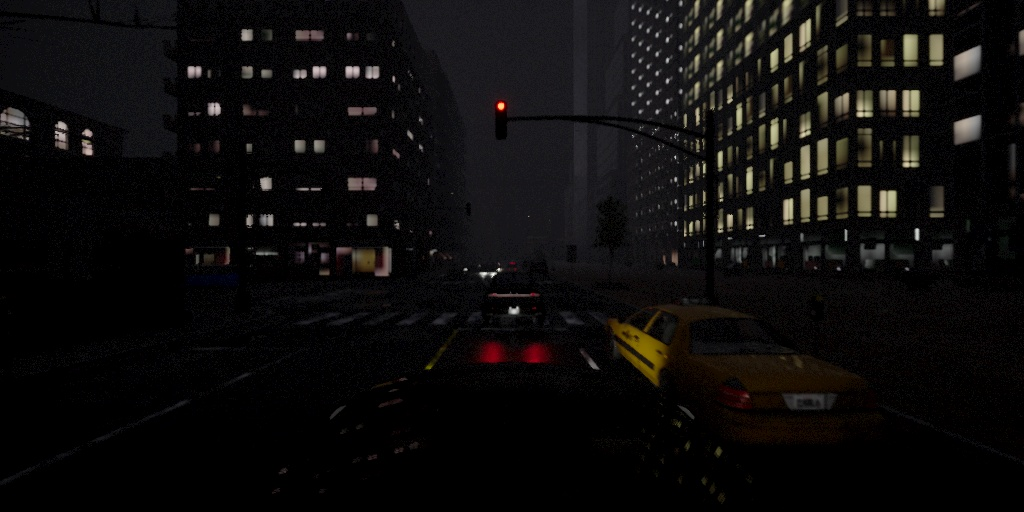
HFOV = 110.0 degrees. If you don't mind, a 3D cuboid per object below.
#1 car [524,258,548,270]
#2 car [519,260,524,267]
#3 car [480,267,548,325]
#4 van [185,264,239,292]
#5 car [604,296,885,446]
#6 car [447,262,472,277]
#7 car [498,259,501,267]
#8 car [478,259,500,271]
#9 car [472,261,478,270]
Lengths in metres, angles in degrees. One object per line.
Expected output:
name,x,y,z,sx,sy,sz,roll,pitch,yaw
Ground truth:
car,2.686,1.213,37.788,2.192,1.841,5.009,0,0,0
car,2.684,1.323,59.892,2.192,1.841,5.009,0,0,0
car,0.064,1.297,12.049,2.128,1.511,4.902,0,0,0
van,-20.769,1.479,24.545,3.998,1.789,1.690,0,0,-1
car,2.688,1.289,5.546,1.751,1.417,4.829,0,0,0
car,-5.694,1.449,37.787,2.007,1.370,4.403,0,0,0
car,-3.035,1.386,64.610,2.097,1.767,4.553,0,0,1
car,-3.089,1.511,48.001,1.994,1.385,4.181,0,0,0
car,-5.696,1.530,54.366,2.007,1.370,4.403,0,0,0
